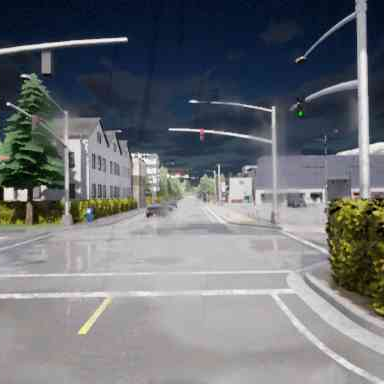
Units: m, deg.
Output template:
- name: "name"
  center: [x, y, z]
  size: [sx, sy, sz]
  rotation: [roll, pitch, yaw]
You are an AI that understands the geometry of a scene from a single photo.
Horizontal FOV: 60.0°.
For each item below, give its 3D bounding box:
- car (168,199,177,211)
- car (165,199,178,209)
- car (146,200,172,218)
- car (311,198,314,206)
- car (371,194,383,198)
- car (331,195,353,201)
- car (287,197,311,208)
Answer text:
- name: "car"
  center: [-3.571, 1.874, 44.863]
  size: [2.128, 1.511, 4.902]
  rotation: [-1, 0, 0]
- name: "car"
  center: [-3.507, 1.999, 57.034]
  size: [1.837, 1.490, 4.892]
  rotation: [-1, -1, 1]
- name: "car"
  center: [-3.587, 1.836, 34.567]
  size: [2.033, 1.411, 5.357]
  rotation: [-1, -1, 0]
- name: "car"
  center: [19.093, 1.559, 56.179]
  size: [1.970, 1.475, 3.806]
  rotation: [-1, -1, 0]
- name: "car"
  center: [19.130, 1.175, 31.253]
  size: [1.905, 1.878, 3.866]
  rotation: [-1, -1, 0]
- name: "car"
  center: [25.508, 1.384, 56.516]
  size: [2.152, 1.636, 5.027]
  rotation: [-1, -1, 0]
- name: "car"
  center: [15.445, 1.617, 49.122]
  size: [2.007, 1.523, 4.514]
  rotation: [-1, -1, 0]
